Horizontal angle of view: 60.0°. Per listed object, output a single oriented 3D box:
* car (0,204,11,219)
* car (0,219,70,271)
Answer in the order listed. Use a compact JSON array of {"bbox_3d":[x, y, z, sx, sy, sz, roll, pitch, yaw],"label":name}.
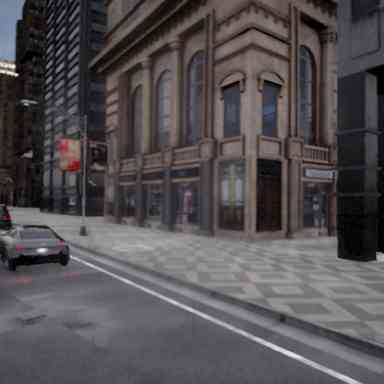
[{"bbox_3d":[-14.249,1.874,23.504,2.150,2.045,5.566,2,-2,-36],"label":"car"},{"bbox_3d":[-6.084,1.925,12.508,1.994,1.385,4.181,2,-2,-36],"label":"car"}]
